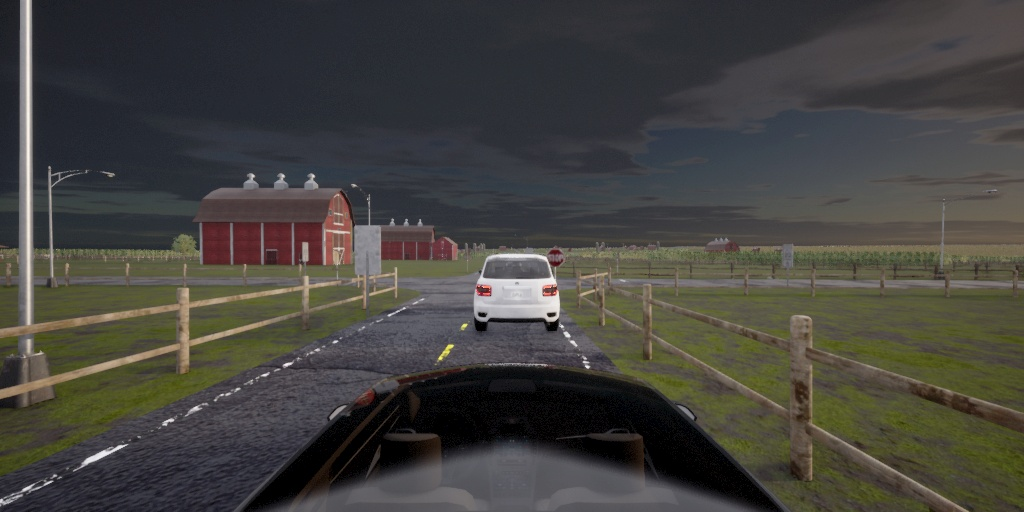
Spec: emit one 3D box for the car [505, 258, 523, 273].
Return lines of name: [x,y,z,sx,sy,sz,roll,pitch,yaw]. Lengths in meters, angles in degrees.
car: [0.194,1.094,43.496,2.097,1.767,4.553,0,0,0]

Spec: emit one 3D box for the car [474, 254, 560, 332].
car: [0.121,0.968,10.935,2.150,2.045,5.566,0,0,0]
